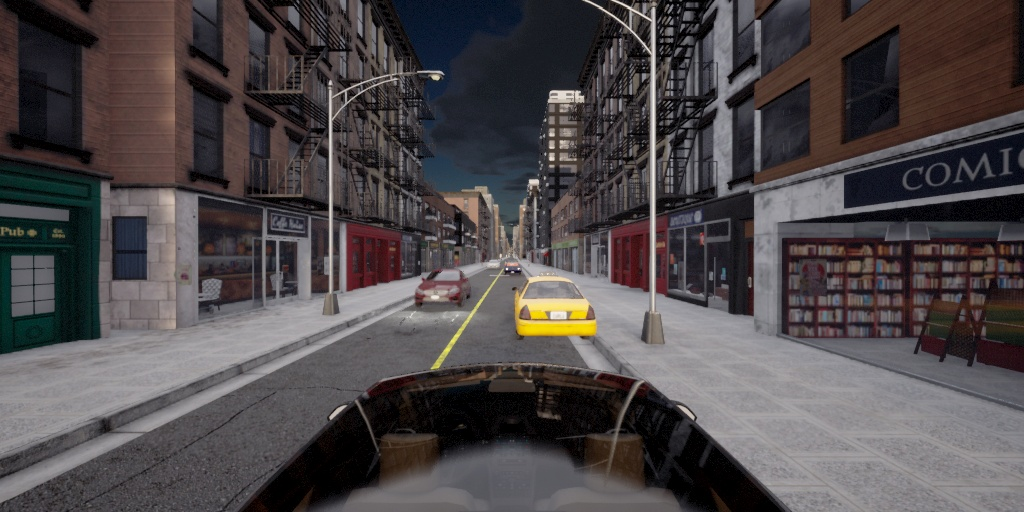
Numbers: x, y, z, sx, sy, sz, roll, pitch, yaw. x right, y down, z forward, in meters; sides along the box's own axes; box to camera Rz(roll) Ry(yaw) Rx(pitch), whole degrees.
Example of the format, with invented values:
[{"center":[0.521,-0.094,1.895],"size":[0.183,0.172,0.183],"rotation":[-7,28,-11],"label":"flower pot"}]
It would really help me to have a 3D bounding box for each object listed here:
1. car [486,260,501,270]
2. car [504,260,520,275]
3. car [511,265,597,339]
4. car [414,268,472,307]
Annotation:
[{"center":[-2.732,1.317,52.996],"size":[1.812,1.442,4.674],"rotation":[0,0,0],"label":"car"},{"center":[0.089,1.373,39.079],"size":[1.895,1.301,4.718],"rotation":[0,0,0],"label":"car"},{"center":[0.965,1.206,9.991],"size":[1.801,1.575,5.366],"rotation":[0,0,0],"label":"car"},{"center":[-2.844,1.277,15.608],"size":[1.812,1.442,4.674],"rotation":[0,0,0],"label":"car"}]
